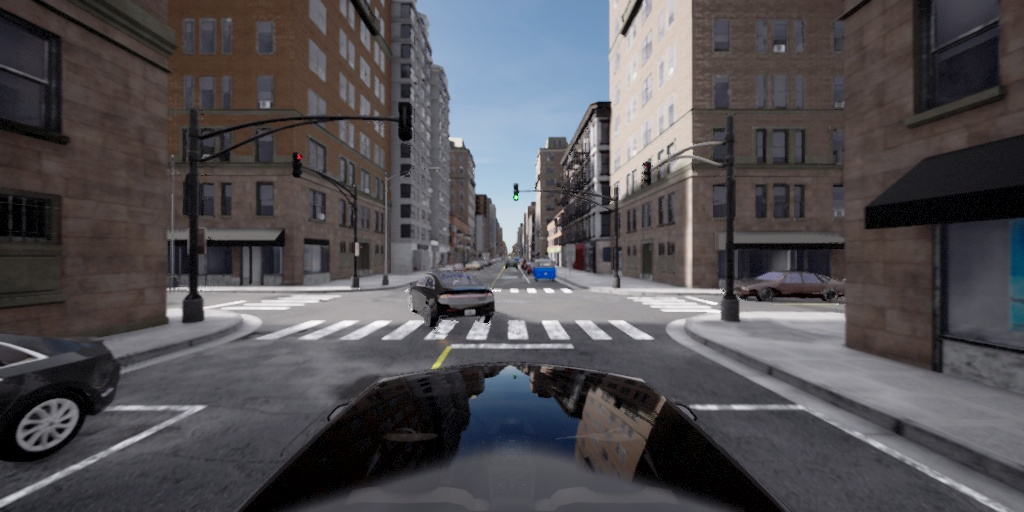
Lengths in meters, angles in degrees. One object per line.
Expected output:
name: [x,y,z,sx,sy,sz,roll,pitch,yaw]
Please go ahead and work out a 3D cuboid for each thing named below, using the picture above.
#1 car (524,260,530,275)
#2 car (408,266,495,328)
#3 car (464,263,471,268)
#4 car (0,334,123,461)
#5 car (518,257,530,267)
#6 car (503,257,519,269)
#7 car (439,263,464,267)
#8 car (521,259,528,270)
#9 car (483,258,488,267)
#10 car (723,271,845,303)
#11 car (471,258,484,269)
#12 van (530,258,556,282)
car: [2.595,1.438,40.766,1.802,1.307,4.207,0,0,0]
car: [-2.131,1.265,11.632,2.128,1.511,4.902,0,0,-25]
car: [-5.424,1.385,35.068,1.888,1.381,4.507,0,0,0]
car: [-5.389,1.302,2.305,2.007,1.370,4.403,0,0,0]
car: [2.576,1.210,57.811,2.192,1.841,5.009,0,0,0]
car: [-0.063,1.249,59.086,2.097,1.767,4.553,0,0,0]
car: [-5.418,1.375,29.387,2.007,1.370,4.403,0,0,0]
car: [2.582,1.465,52.130,1.802,1.307,4.207,0,0,0]
car: [-5.449,1.460,57.797,1.948,1.339,4.313,0,0,0]
car: [13.254,1.429,17.259,5.357,1.411,2.033,0,0,0]
car: [-5.443,1.408,51.945,1.751,1.417,4.829,0,0,0]
van: [2.607,1.166,29.404,1.690,1.789,3.998,0,0,0]
